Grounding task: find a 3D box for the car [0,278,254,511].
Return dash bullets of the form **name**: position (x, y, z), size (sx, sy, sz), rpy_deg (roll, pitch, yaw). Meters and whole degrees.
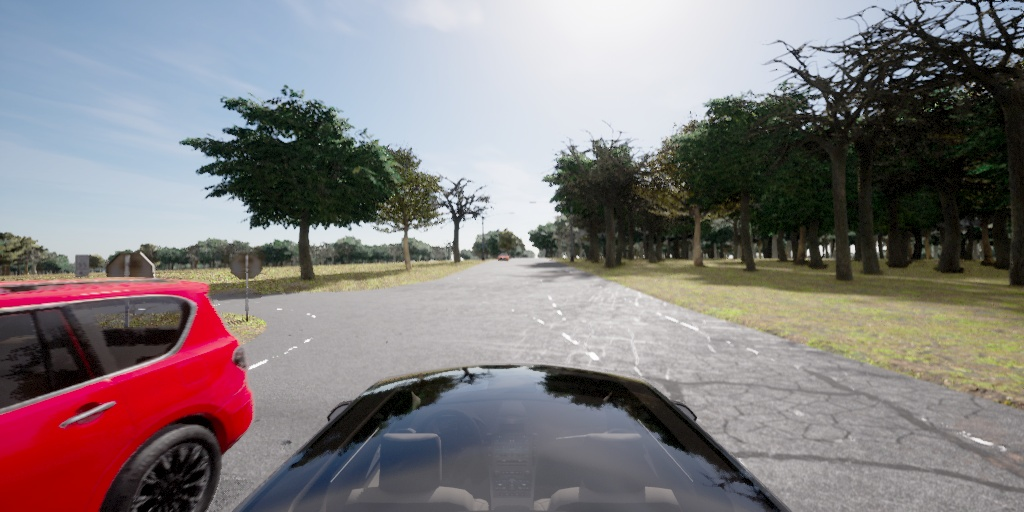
- **car**: position (-3.549, 1.193, 1.117), size (2.150, 2.045, 5.566), rpy_deg (-1, 0, 0)
